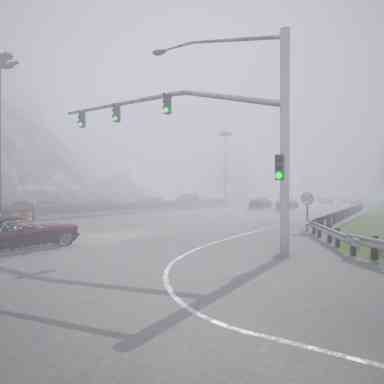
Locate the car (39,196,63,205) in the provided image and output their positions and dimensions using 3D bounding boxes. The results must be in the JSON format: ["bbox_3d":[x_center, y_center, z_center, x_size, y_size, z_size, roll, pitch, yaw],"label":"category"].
[{"bbox_3d":[-19.654,1.268,44.392,2.097,1.767,4.553,0,0,33],"label":"car"}]

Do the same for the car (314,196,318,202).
[{"bbox_3d":[28.187,1.520,72.883,2.033,1.411,5.357,0,0,7],"label":"car"}]

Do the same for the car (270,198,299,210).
[{"bbox_3d":[11.947,1.472,41.512,2.128,1.511,4.902,0,0,32],"label":"car"}]

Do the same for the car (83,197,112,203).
[{"bbox_3d":[-10.770,1.539,38.793,1.895,1.301,4.718,0,0,33],"label":"car"}]

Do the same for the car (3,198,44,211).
[{"bbox_3d":[-16.198,1.500,30.282,1.994,1.385,4.181,0,0,33],"label":"car"}]

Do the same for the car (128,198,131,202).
[{"bbox_3d":[-9.651,1.411,60.501,2.128,1.511,4.902,0,0,29],"label":"car"}]

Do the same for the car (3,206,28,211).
[{"bbox_3d":[-9.667,1.531,14.120,1.994,1.385,4.181,0,0,33],"label":"car"}]

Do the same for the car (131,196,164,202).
[{"bbox_3d":[-5.740,1.432,46.748,2.128,1.511,4.902,0,0,32],"label":"car"}]

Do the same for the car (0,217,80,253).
[{"bbox_3d":[-6.607,1.575,12.409,1.895,1.301,4.718,0,0,33],"label":"car"}]

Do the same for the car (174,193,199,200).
[{"bbox_3d":[-0.794,1.163,54.864,2.150,2.045,5.566,0,0,29],"label":"car"}]

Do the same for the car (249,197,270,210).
[{"bbox_3d":[9.014,1.478,43.413,1.837,1.490,4.892,0,0,32],"label":"car"}]

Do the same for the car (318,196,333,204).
[{"bbox_3d":[25.630,1.548,63.296,1.994,1.385,4.181,0,0,16],"label":"car"}]
